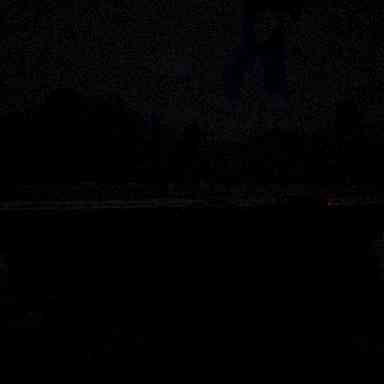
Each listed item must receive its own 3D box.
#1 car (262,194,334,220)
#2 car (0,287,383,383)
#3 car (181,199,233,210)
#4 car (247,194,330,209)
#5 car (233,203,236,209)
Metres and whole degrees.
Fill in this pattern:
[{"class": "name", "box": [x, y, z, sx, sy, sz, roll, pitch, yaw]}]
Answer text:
[{"class": "car", "box": [8.846, 1.193, 27.829, 5.566, 2.045, 2.150, 0, 0, -19]}, {"class": "car", "box": [-0.193, 1.547, 2.536, 5.357, 1.411, 2.033, 0, 0, -19]}, {"class": "car", "box": [1.035, 1.548, 28.897, 4.181, 1.385, 1.994, 0, 0, -19]}, {"class": "car", "box": [6.486, 1.199, 23.344, 5.566, 2.045, 2.150, 0, 0, -19]}, {"class": "car", "box": [1.984, 1.486, 32.908, 4.892, 1.490, 1.837, 0, 0, -19]}]
